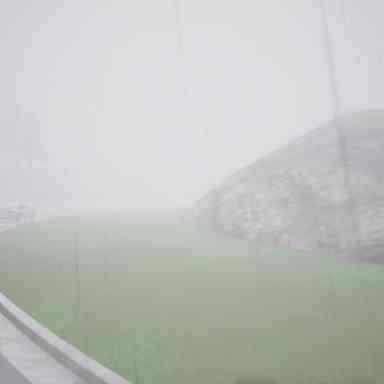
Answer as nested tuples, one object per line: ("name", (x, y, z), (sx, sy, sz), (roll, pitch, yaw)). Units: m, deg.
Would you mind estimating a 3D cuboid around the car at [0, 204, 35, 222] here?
("car", (-15.240, 1.741, 28.691), (1.812, 1.442, 4.674), (0, -1, -3))
